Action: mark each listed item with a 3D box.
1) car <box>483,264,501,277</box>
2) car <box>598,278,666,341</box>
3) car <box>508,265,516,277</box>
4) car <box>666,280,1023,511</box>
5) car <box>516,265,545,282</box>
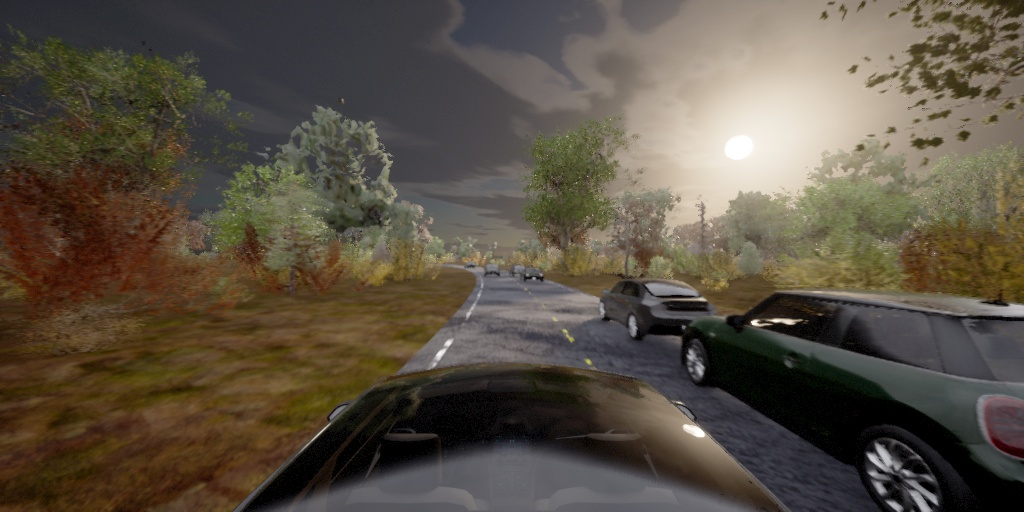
[{"bbox_3d":[-2.432,1.705,43.470,1.837,1.490,4.892,1,-1,-7],"label":"car"},{"bbox_3d":[3.881,1.382,10.353,1.837,1.490,4.892,0,-1,-1],"label":"car"},{"bbox_3d":[0.680,1.779,44.263,2.033,1.411,5.357,1,-1,-8],"label":"car"},{"bbox_3d":[3.910,1.160,4.279,2.097,1.767,4.553,0,-1,0],"label":"car"},{"bbox_3d":[1.772,1.724,33.776,1.895,1.301,4.718,0,-1,-5],"label":"car"}]
